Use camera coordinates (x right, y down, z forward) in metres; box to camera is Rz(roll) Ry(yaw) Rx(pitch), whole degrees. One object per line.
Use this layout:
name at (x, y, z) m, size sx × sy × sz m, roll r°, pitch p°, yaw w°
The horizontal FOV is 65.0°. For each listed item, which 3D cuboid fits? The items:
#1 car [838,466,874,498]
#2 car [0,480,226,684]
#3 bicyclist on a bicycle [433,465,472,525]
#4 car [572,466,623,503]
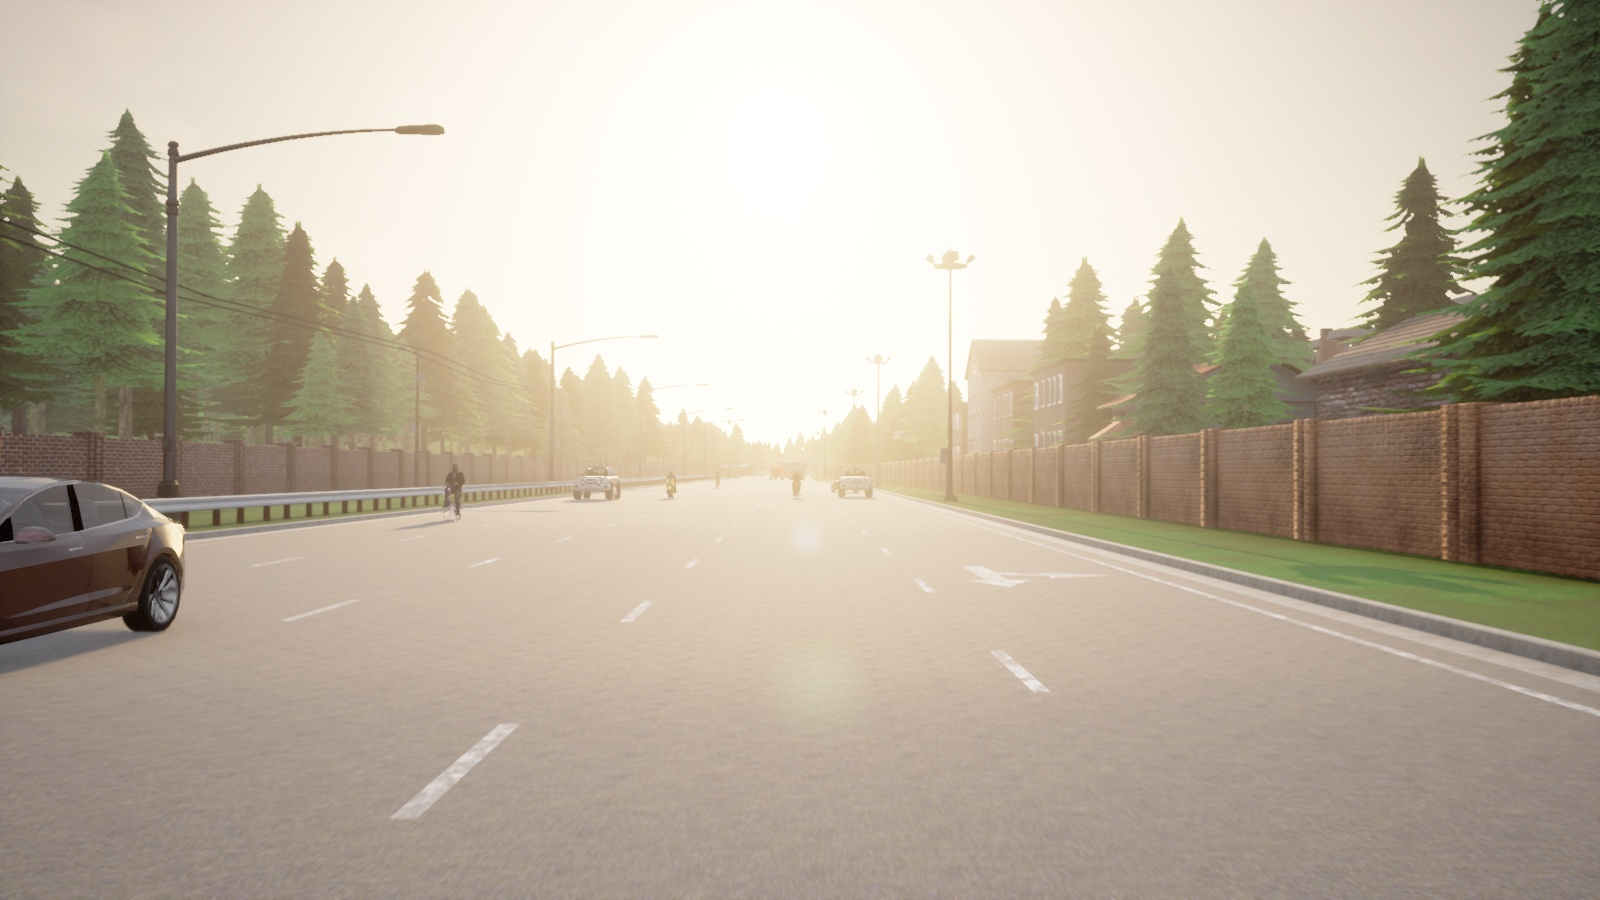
car at (3.314, 1.873, 75.041) m, size 1.932 × 1.855 × 4.605 m, roll 0°, pitch -1°, yaw 0°
car at (-7.027, 1.020, 10.615) m, size 2.163 × 1.488 × 4.792 m, roll 0°, pitch -1°, yaw 0°
bicyclist on a bicycle at (-10.530, 1.365, 38.115) m, size 0.659 × 1.776 × 1.843 m, roll 0°, pitch -1°, yaw 1°
car at (-10.664, 1.785, 66.342) m, size 1.932 × 1.855 × 4.605 m, roll 0°, pitch -1°, yaw 0°
